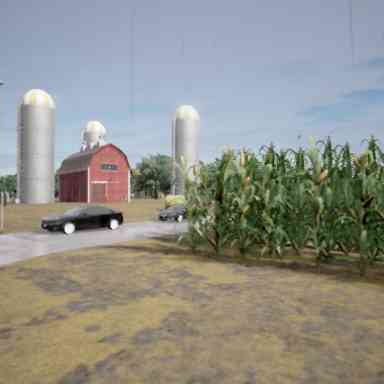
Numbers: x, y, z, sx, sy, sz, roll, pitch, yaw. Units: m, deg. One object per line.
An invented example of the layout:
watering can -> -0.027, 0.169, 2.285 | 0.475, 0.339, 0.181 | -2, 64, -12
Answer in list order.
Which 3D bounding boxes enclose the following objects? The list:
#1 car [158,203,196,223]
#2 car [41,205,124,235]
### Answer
car -> -0.778, 1.668, 27.493 | 1.837, 1.490, 4.892 | 1, 0, 36
car -> -6.370, 1.551, 19.814 | 1.882, 1.535, 5.008 | 1, 0, 37
